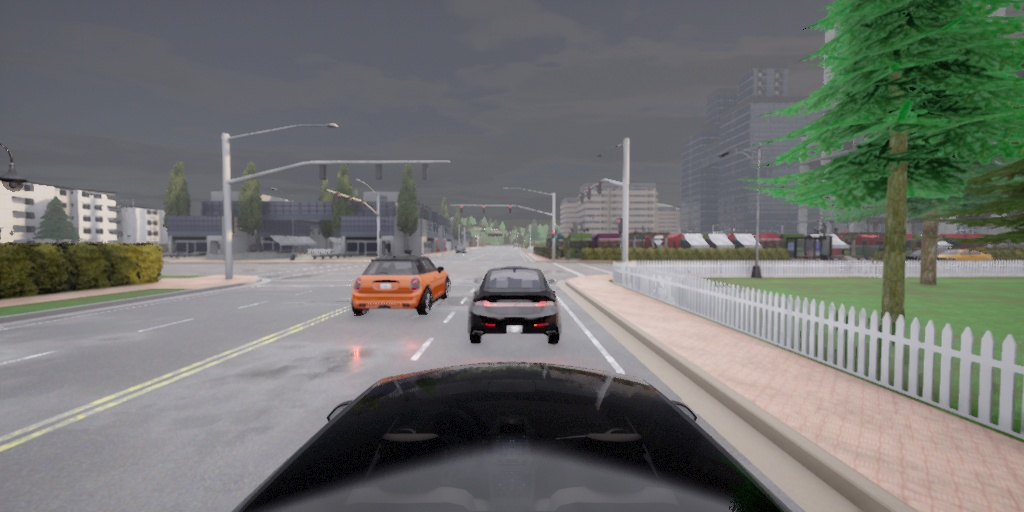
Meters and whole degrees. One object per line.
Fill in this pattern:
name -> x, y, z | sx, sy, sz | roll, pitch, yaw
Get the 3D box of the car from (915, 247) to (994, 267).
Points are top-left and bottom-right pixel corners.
car -> 41.105, 0.168, 33.159 | 5.008, 1.535, 1.882 | 0, 2, -1

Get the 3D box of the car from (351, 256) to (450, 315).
car -> -3.423, 0.760, 11.876 | 2.097, 1.767, 4.553 | 0, 2, 0

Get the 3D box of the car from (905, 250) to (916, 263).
car -> 42.549, -0.076, 36.679 | 4.553, 1.767, 2.097 | 0, 2, -1

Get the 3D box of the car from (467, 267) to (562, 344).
car -> 0.061, 1.003, 8.765 | 2.128, 1.511, 4.902 | 0, 2, 0
